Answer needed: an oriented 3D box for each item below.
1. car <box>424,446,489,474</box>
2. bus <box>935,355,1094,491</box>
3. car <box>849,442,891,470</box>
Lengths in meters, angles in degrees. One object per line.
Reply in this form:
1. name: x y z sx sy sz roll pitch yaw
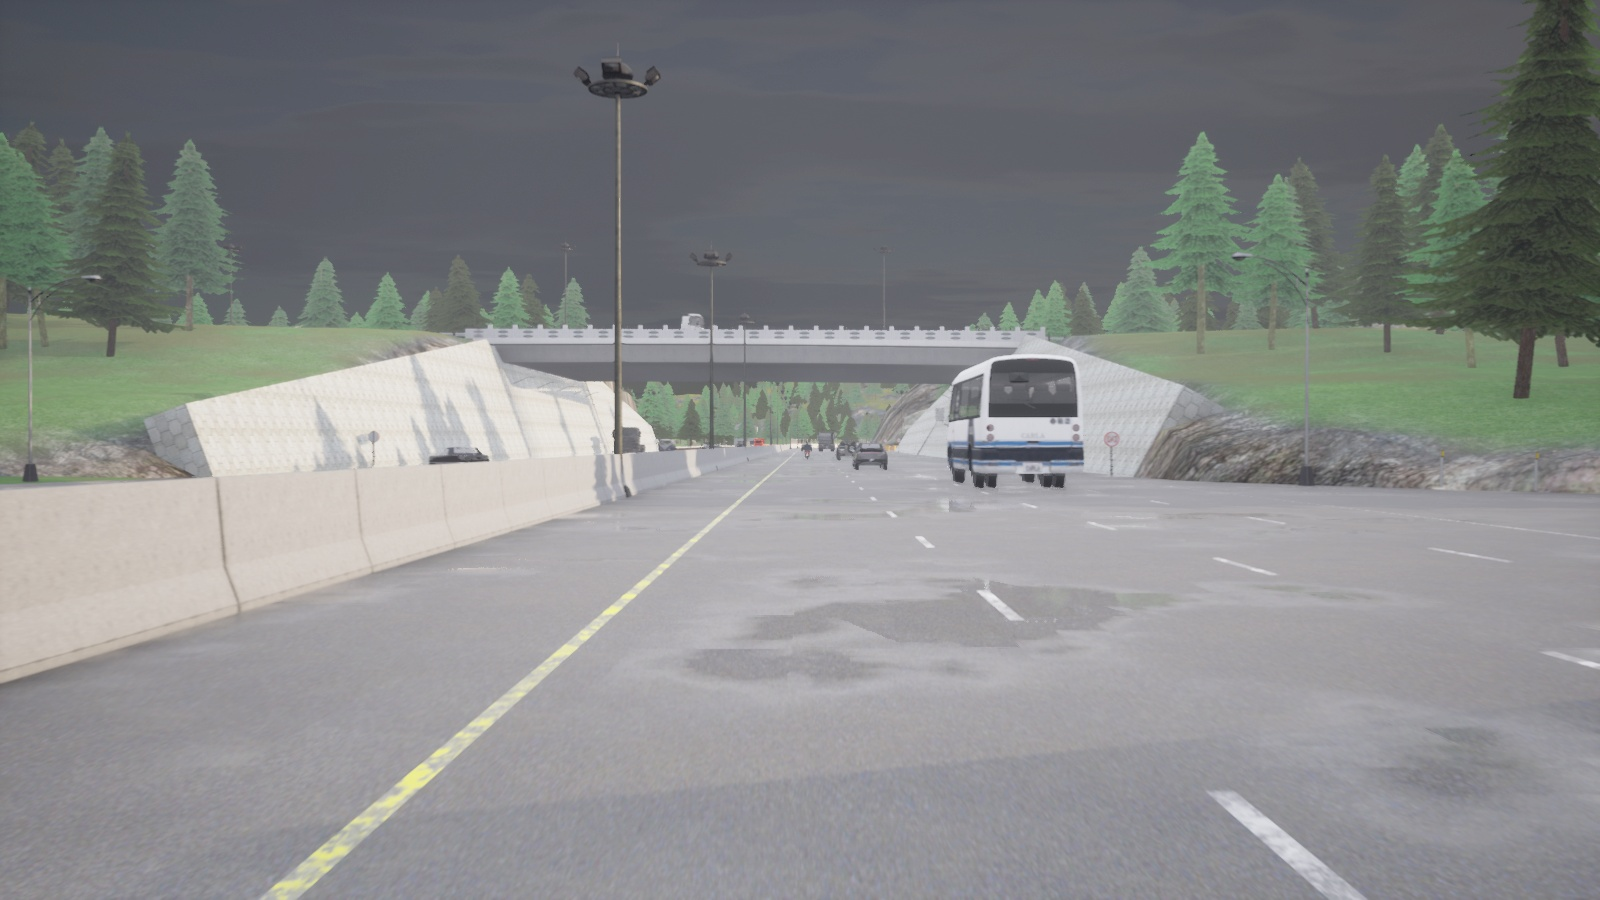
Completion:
1. car: -17.128 0.479 62.826 1.895 1.301 4.718 0 0 0
2. bus: 7.270 -0.875 44.544 3.944 4.253 10.273 0 0 0
3. car: 3.920 0.305 71.098 2.128 1.511 4.902 0 0 0
